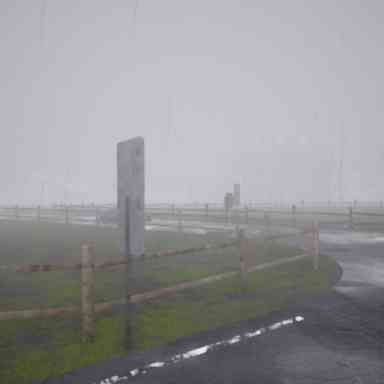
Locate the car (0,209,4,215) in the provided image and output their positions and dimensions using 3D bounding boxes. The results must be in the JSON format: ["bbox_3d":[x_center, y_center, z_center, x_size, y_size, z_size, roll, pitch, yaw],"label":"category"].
[{"bbox_3d":[-23.449,2.077,37.714,4.718,1.301,1.895,-1,0,32],"label":"car"}]

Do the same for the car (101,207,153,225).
[{"bbox_3d":[-4.961,1.806,25.252,4.181,1.385,1.994,-1,0,36],"label":"car"}]
